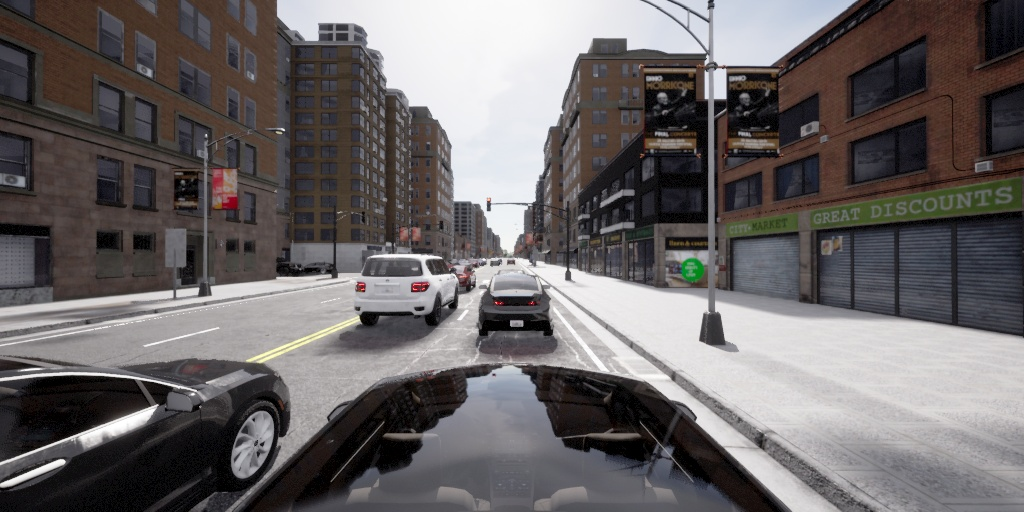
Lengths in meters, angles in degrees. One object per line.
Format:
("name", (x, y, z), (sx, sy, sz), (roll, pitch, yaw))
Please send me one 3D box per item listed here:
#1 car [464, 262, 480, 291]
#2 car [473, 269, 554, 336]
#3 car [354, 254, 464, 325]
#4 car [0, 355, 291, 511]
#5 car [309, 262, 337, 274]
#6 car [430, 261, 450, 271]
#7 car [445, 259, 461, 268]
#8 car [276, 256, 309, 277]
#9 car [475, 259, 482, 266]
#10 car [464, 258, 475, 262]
("car", (-3.253, 1.279, 21.593), (1.812, 1.442, 4.674), (0, 0, 0))
("car", (0.083, 1.256, 10.385), (1.837, 1.490, 4.892), (0, 0, 0))
("car", (-3.175, 0.972, 11.892), (2.150, 2.045, 5.566), (0, 0, 1))
("car", (-3.152, 1.255, 1.666), (1.837, 1.490, 4.892), (0, 0, 0))
("car", (-22.237, 1.347, 40.721), (4.313, 1.339, 1.948), (0, 0, 0))
("car", (-9.954, 1.368, 49.896), (1.895, 1.301, 4.718), (0, 0, 0))
("car", (-9.956, 1.253, 60.629), (1.882, 1.535, 5.008), (0, 0, 0))
("car", (-23.563, 0.974, 35.243), (5.566, 2.045, 2.150), (0, 0, 0))
("car", (-6.711, 1.253, 60.798), (1.882, 1.535, 5.008), (0, 0, 0))
("car", (-6.703, 1.332, 49.975), (1.994, 1.385, 4.181), (0, 0, 0))
